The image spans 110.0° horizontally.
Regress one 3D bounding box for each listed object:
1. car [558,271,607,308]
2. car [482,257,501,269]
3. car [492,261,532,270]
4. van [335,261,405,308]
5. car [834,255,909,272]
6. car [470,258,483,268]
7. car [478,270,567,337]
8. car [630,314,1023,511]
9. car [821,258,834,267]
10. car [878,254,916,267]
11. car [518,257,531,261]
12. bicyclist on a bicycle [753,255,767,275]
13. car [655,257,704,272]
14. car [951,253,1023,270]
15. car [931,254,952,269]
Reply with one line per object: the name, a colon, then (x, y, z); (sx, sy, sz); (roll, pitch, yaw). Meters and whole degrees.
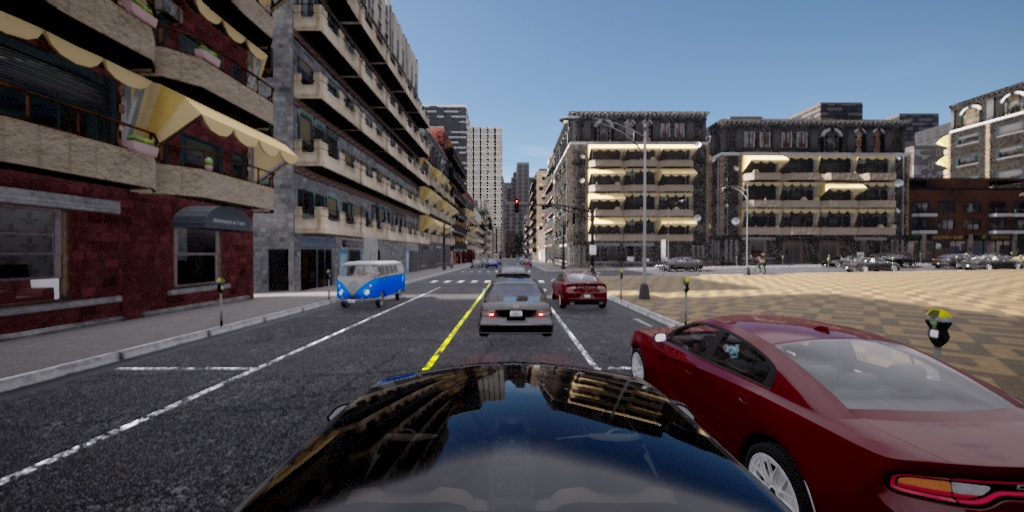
car: (2.661, 1.284, 14.888); (1.888, 1.381, 4.507); (0, 0, 0)
car: (-3.197, 1.200, 57.231); (1.882, 1.535, 5.008); (0, 0, 0)
car: (0.061, 1.213, 20.089); (1.882, 1.535, 5.008); (0, 0, 0)
van: (-5.720, 1.080, 14.871); (1.690, 1.789, 3.998); (0, 0, 0)
car: (32.411, 0.779, 32.400); (4.403, 1.370, 2.007); (0, 0, -1)
car: (-5.813, 1.273, 58.346); (2.007, 1.370, 4.403); (0, 0, 0)
car: (0.083, 1.290, 10.261); (2.033, 1.411, 5.357); (0, 0, 0)
car: (2.685, 1.293, 3.836); (1.888, 1.381, 4.507); (0, 0, 0)
car: (37.844, 0.633, 40.870); (4.313, 1.339, 1.948); (0, 0, -1)
car: (39.616, 0.540, 38.278); (5.008, 1.535, 1.882); (-1, 1, -1)
car: (2.555, 1.163, 63.887); (1.967, 1.591, 4.097); (0, 0, 0)
bicyclist on a bicycle: (20.186, 0.748, 29.246); (0.582, 1.620, 1.656); (-1, 0, -1)
car: (17.645, 0.899, 37.946); (4.902, 1.511, 2.128); (-1, 1, -1)
car: (43.548, 0.604, 32.581); (4.403, 1.370, 2.007); (0, 0, -1)
car: (44.309, 0.510, 35.230); (4.902, 1.511, 2.128); (-1, 1, 0)
